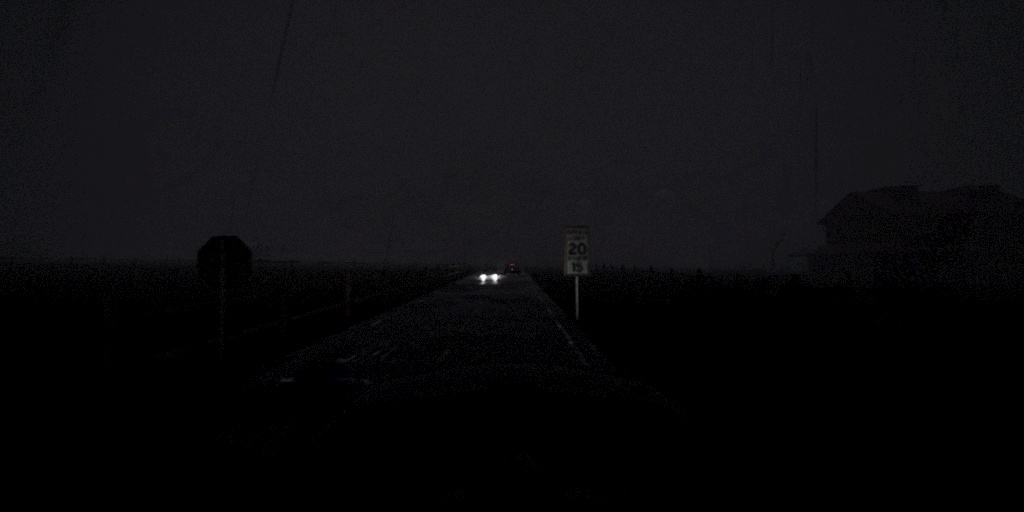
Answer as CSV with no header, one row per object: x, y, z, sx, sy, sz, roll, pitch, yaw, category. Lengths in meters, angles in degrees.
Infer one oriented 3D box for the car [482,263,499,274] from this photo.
-2.719,1.536,46.003,1.895,1.301,4.718,0,0,0,car

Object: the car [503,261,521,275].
0.029,1.475,41.442,1.994,1.385,4.181,0,0,0,car
